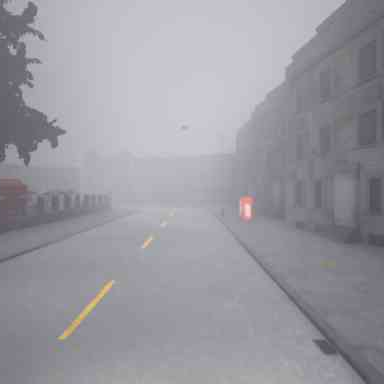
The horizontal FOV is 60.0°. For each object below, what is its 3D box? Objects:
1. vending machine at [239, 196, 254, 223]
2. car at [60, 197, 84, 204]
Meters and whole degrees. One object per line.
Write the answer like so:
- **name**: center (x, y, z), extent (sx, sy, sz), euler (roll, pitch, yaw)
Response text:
- **vending machine**: center (4.296, 1.372, 26.305), extent (1.100, 2.100, 0.880), euler (0, 0, 0)
- **car**: center (-16.486, 1.420, 45.573), extent (4.902, 1.511, 2.128), euler (0, 0, 1)
